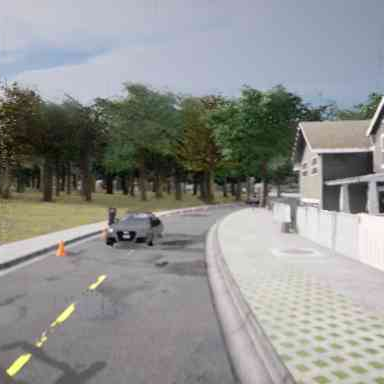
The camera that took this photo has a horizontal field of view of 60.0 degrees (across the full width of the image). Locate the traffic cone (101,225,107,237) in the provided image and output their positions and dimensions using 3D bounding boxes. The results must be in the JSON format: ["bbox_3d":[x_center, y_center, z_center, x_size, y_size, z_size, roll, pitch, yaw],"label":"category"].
[{"bbox_3d":[-4.531,2.022,17.354,0.340,0.580,0.340,0,0,4],"label":"traffic cone"}]

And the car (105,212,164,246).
[{"bbox_3d":[-2.503,1.606,15.304,1.994,1.385,4.181,0,0,4],"label":"car"}]

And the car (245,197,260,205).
[{"bbox_3d":[11.510,1.742,63.453,1.882,1.535,5.008,-1,-1,25],"label":"car"}]

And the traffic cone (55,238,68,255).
[{"bbox_3d":[-4.799,1.999,12.248,0.340,0.580,0.340,0,0,2],"label":"traffic cone"}]

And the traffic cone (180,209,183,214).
[{"bbox_3d":[-1.139,2.134,37.495,0.340,0.580,0.340,-1,0,15],"label":"traffic cone"}]
